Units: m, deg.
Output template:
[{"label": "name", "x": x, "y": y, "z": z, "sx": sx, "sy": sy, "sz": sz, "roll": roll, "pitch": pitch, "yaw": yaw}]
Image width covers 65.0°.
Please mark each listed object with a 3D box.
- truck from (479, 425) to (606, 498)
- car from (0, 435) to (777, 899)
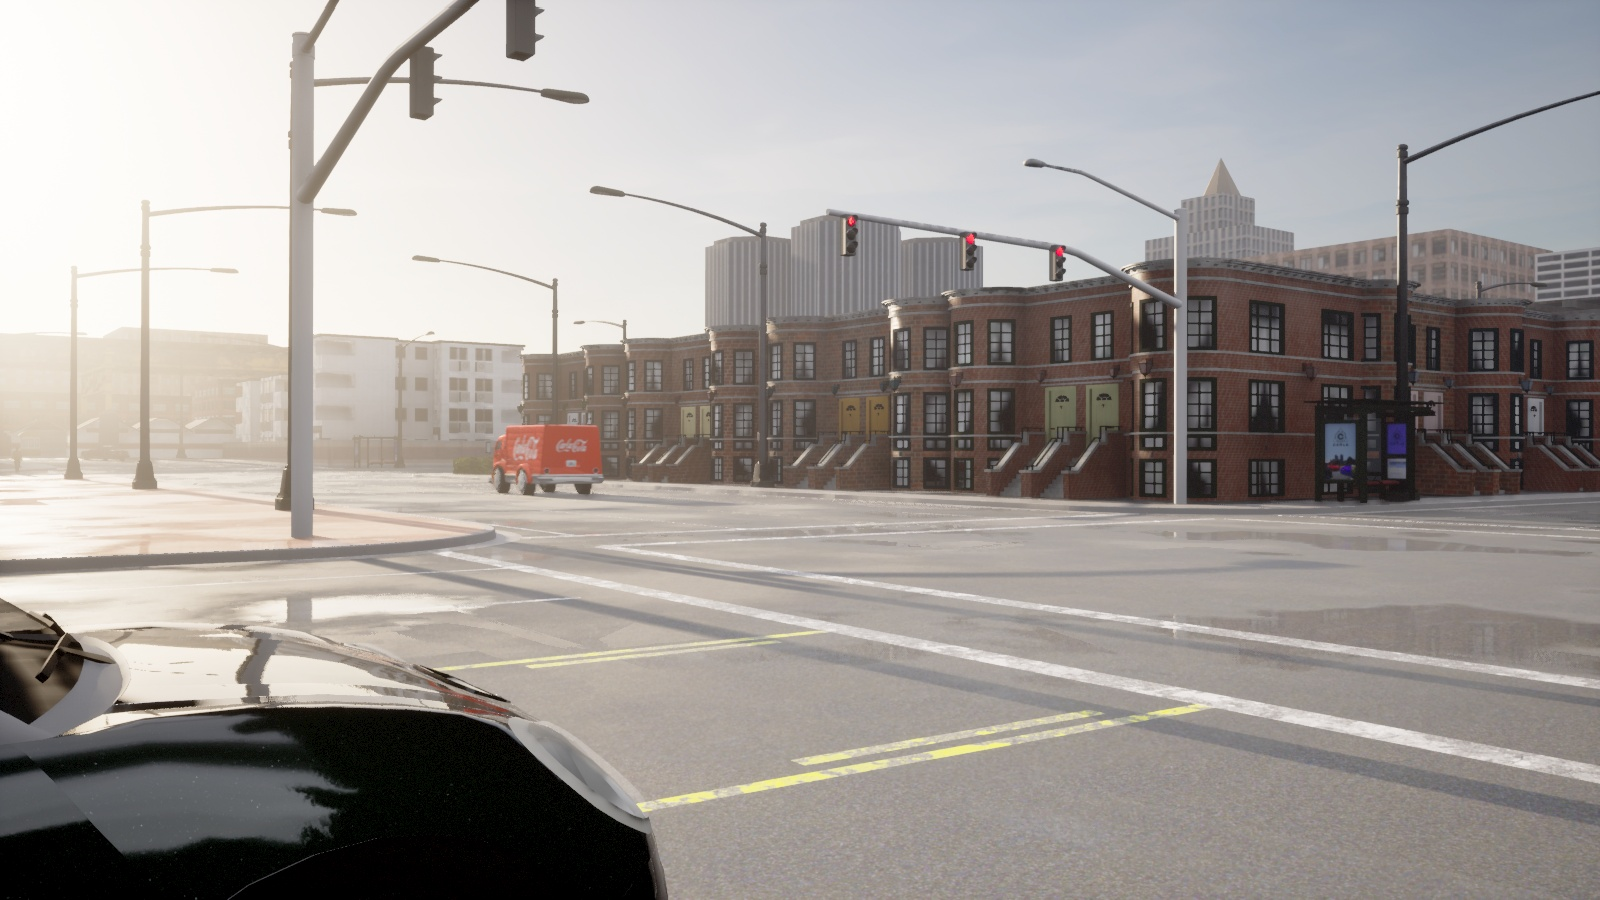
[{"label": "truck", "x": -9.323, "y": 0.388, "z": 45.129, "sx": 2.627, "sy": 2.467, "sz": 5.204, "roll": 0, "pitch": 0, "yaw": -35}, {"label": "car", "x": -2.171, "y": 0.720, "z": 2.205, "sx": 3.806, "sy": 1.475, "sz": 1.970, "roll": 0, "pitch": 0, "yaw": -35}]
